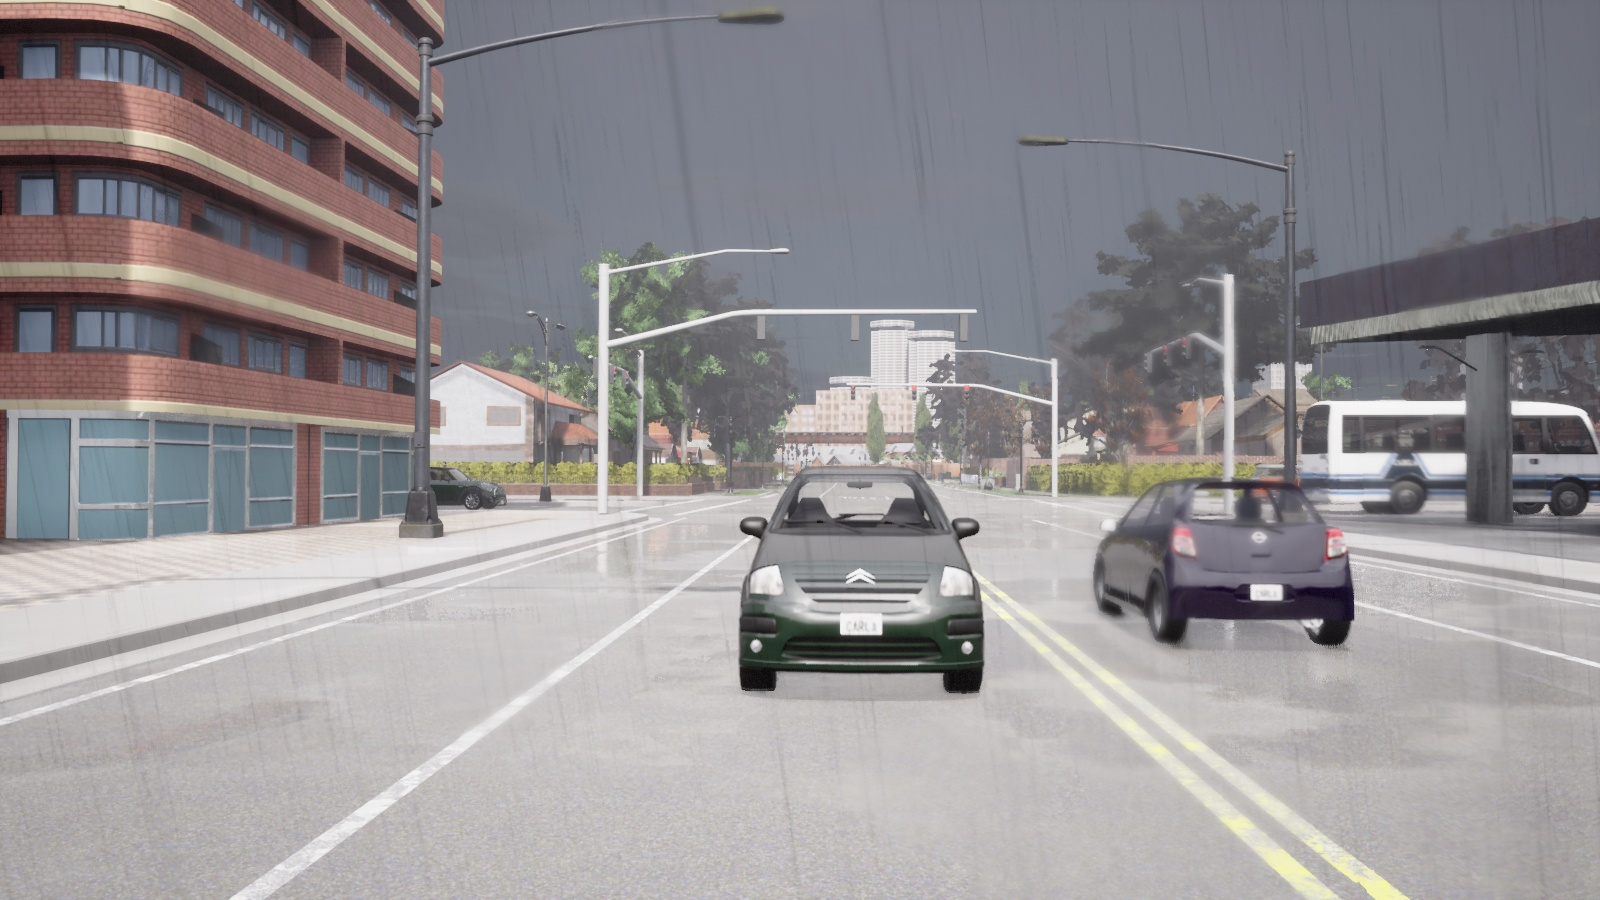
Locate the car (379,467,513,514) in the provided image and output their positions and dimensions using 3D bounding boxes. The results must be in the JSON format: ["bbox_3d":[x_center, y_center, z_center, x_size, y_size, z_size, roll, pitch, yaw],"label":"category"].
[{"bbox_3d":[-13.706,1.545,48.784,4.553,1.767,2.097,0,-1,5],"label":"car"}]

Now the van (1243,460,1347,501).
[{"bbox_3d":[24.309,1.505,61.774,4.442,1.987,1.775,0,-1,3],"label":"van"}]

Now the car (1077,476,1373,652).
[{"bbox_3d":[4.069,1.025,12.670,1.845,1.501,3.633,0,-1,2],"label":"car"}]

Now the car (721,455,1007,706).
[{"bbox_3d":[0.481,0.881,10.154,1.851,1.617,3.988,0,-1,2],"label":"car"}]

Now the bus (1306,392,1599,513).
[{"bbox_3d":[24.775,0.122,46.753,10.273,4.253,3.944,0,-1,3],"label":"bus"}]
